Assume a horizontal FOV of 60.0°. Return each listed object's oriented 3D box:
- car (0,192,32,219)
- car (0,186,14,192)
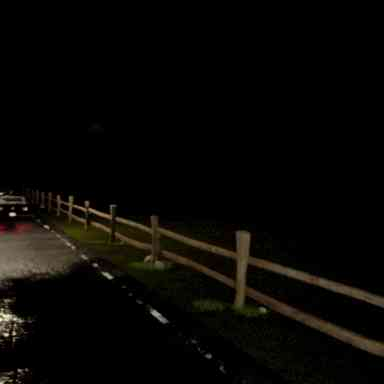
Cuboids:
[{"bbox_3d":[-11.047,0.888,20.297,1.895,1.301,4.718,1,1,-31],"label":"car"},{"bbox_3d":[-19.327,0.149,33.778,2.097,1.767,4.553,1,1,-31],"label":"car"}]
